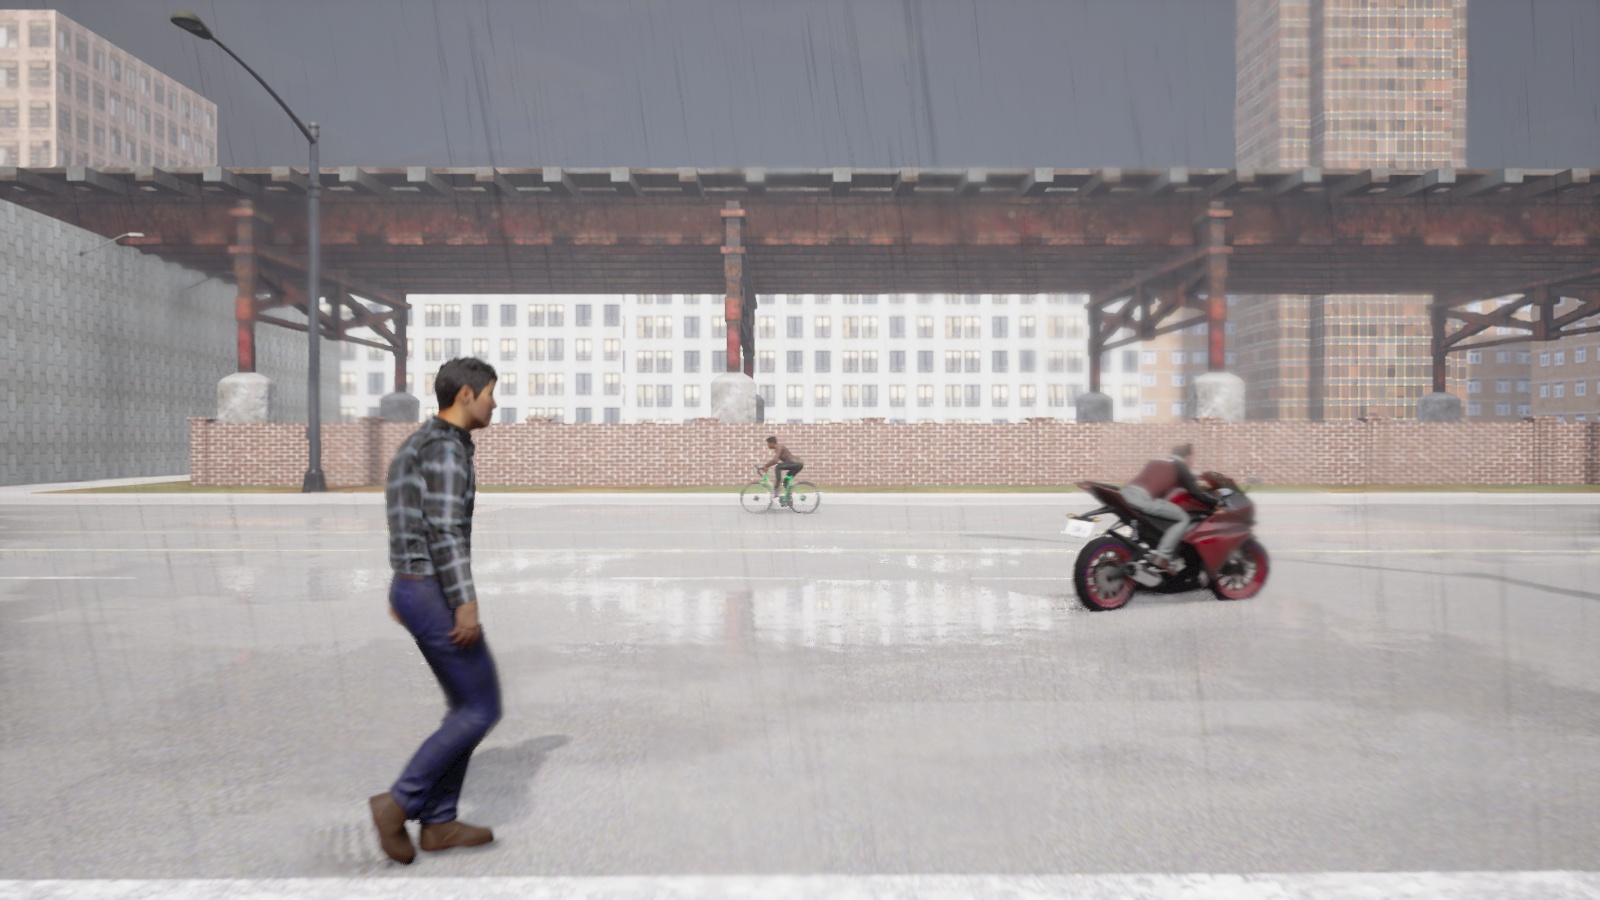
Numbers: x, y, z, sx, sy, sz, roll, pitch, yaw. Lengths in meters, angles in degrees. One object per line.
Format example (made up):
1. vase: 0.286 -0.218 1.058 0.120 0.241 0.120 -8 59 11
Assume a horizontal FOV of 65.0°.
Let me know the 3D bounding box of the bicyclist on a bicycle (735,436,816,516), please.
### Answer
1. bicyclist on a bicycle: -0.495 0.530 25.811 1.656 1.620 0.582 0 0 1

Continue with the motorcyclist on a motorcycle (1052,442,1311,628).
1. motorcyclist on a motorcycle: 3.467 0.709 11.402 2.191 1.530 0.866 0 3 -25

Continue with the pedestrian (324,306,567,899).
1. pedestrian: -1.261 0.503 4.452 0.788 1.949 0.423 0 0 -21
